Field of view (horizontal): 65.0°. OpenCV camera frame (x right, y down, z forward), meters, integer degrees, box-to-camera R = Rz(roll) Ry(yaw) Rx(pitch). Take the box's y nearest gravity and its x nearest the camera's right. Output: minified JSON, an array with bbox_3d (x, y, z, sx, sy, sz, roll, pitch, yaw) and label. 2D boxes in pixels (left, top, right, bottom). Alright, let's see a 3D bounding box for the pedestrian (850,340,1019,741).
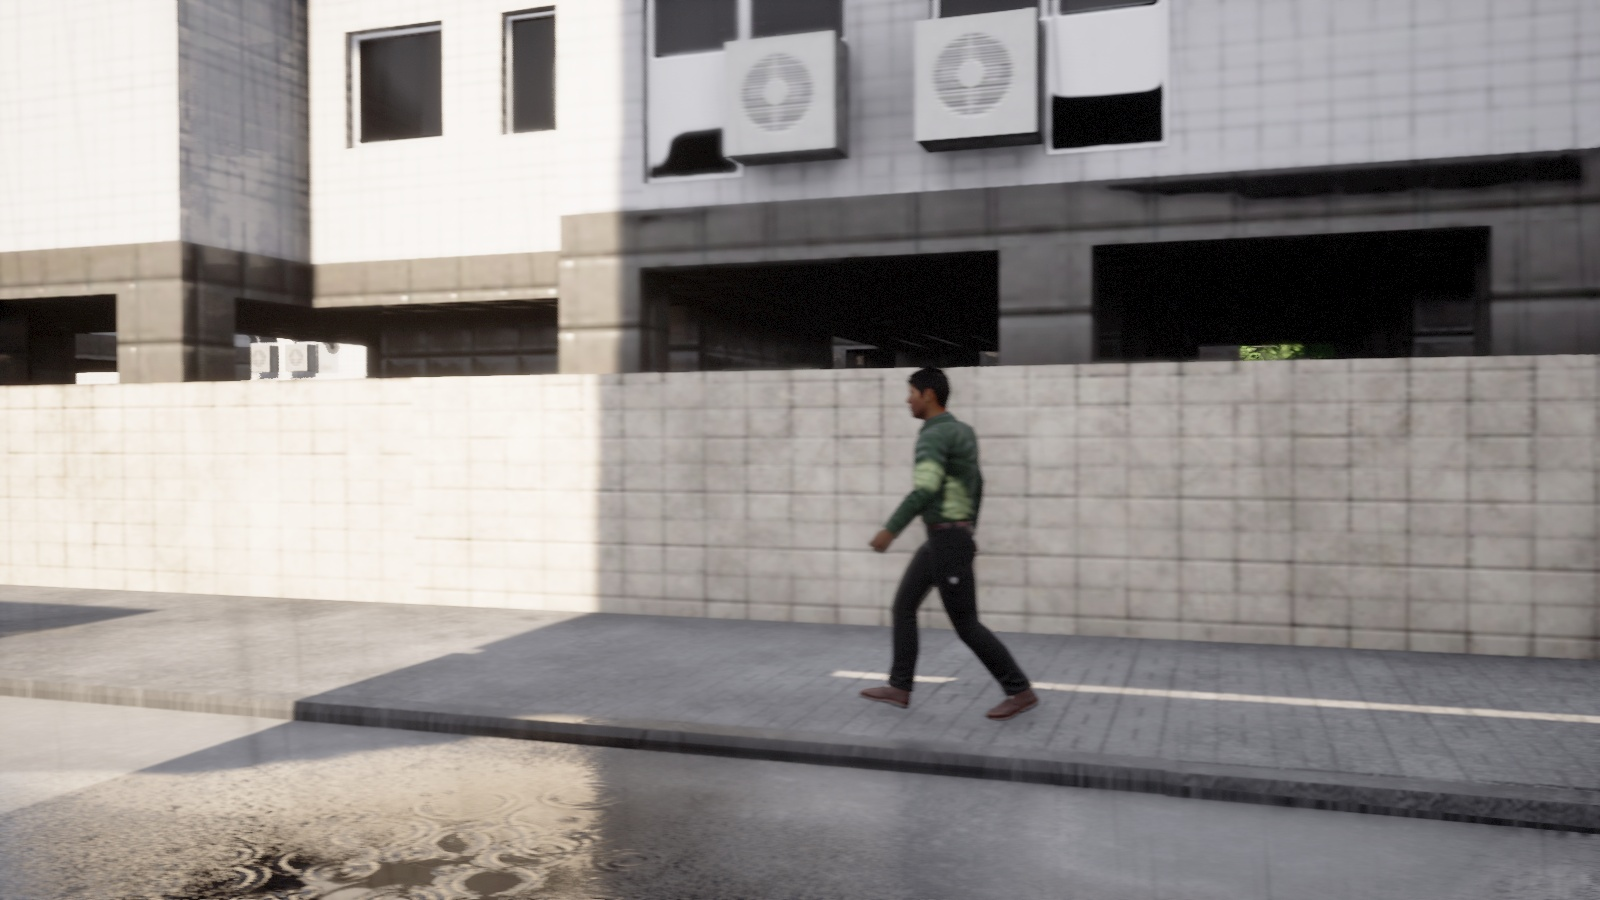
[{"bbox_3d":[0.692,0.437,6.412,0.788,1.949,0.423,0,1,16],"label":"pedestrian"}]
